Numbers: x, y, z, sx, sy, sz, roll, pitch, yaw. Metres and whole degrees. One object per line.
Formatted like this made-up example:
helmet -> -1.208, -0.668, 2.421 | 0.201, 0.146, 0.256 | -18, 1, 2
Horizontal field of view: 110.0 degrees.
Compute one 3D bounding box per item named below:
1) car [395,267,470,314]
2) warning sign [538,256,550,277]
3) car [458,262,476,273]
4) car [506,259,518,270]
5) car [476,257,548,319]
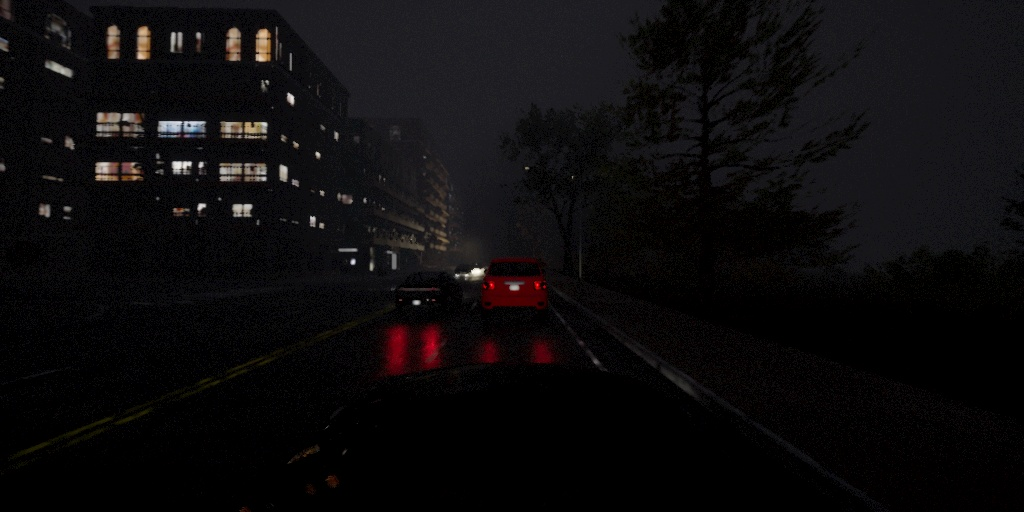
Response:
car -> -3.161, 1.349, 14.328 | 2.128, 1.511, 4.902 | 0, 0, 0
warning sign -> 2.862, 1.157, 35.857 | 1.300, 1.860, 1.060 | 0, 0, 0
car -> -6.561, 1.701, 48.765 | 2.033, 1.411, 5.357 | 0, -1, 0
car -> 0.022, 1.518, 65.130 | 2.150, 2.045, 5.566 | 0, -1, 0
car -> 0.087, 1.070, 13.429 | 2.150, 2.045, 5.566 | 0, -1, 0
